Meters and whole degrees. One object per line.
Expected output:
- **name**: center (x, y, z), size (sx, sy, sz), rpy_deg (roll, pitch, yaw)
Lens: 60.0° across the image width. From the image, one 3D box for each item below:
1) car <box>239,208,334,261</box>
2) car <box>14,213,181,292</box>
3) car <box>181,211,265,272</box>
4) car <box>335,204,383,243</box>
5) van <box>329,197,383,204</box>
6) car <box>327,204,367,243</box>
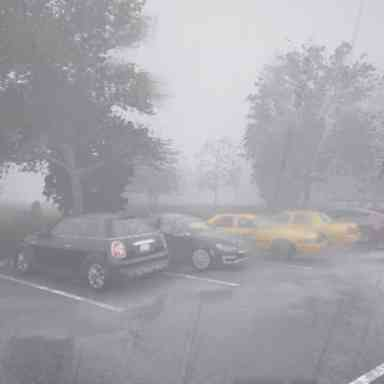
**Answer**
- **car**: center (2.146, 1.473, 12.418), size (5.366, 1.575, 1.946), rpy_deg (-1, -1, 35)
- **car**: center (-2.855, 1.358, 9.100), size (4.553, 1.767, 2.185), rpy_deg (-1, -1, 35)
- **car**: center (-0.450, 1.483, 10.830), size (4.892, 1.521, 2.231), rpy_deg (-1, -1, 35)
- **car**: center (6.851, 1.496, 15.910), size (4.792, 1.488, 2.163), rpy_deg (-1, 0, 35)
- **van**: center (9.214, 1.233, 17.641), size (4.442, 1.987, 1.878), rpy_deg (-1, 0, 35)
- **car**: center (4.284, 1.473, 14.321), size (5.366, 1.575, 1.946), rpy_deg (-1, 0, 35)
